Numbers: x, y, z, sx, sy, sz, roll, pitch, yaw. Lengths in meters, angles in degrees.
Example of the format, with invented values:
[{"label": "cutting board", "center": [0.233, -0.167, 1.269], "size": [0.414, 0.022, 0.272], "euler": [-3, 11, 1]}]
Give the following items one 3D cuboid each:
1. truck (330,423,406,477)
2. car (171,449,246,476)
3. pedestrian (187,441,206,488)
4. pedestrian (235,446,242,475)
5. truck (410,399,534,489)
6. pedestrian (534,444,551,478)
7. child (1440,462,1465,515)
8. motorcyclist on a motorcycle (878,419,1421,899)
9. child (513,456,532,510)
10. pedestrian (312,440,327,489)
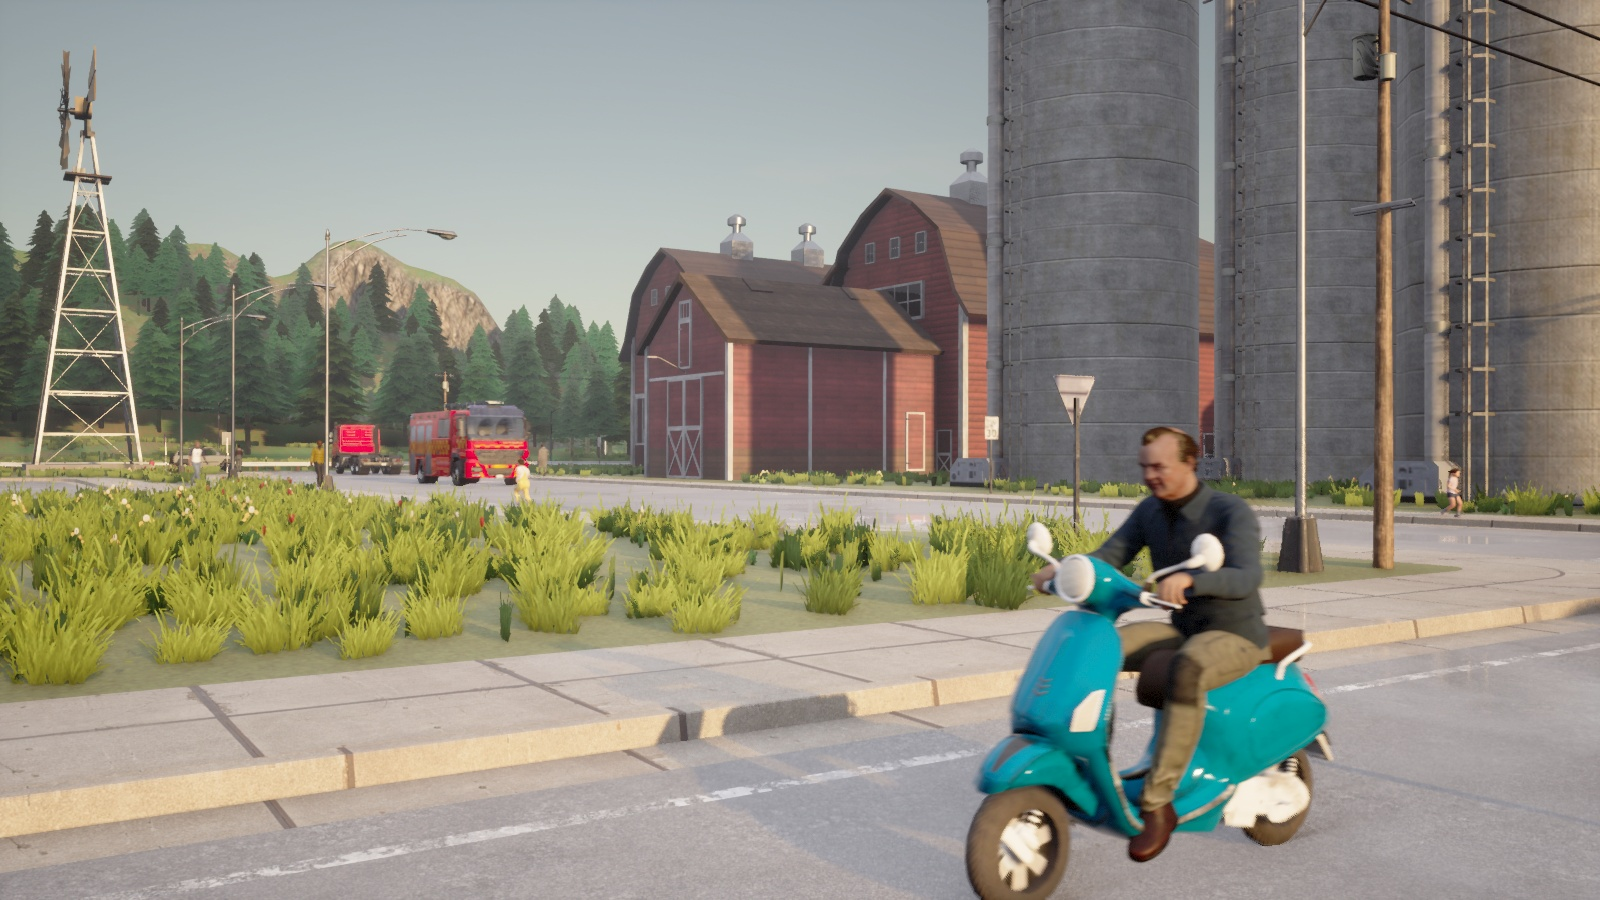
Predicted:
[{"label": "truck", "center": [-29.192, 0.032, 84.678], "size": [2.891, 3.462, 7.936], "euler": [0, 0, -34]}, {"label": "car", "center": [-41.454, 0.865, 88.084], "size": [4.605, 1.855, 1.932], "euler": [0, -1, -19]}, {"label": "pedestrian", "center": [-23.795, 0.578, 49.521], "size": [0.706, 1.836, 0.354], "euler": [0, 0, 35]}, {"label": "pedestrian", "center": [-36.662, 0.679, 82.028], "size": [0.402, 1.930, 0.666], "euler": [0, 0, -27]}, {"label": "truck", "center": [-15.238, -0.246, 57.813], "size": [2.891, 3.827, 8.468], "euler": [0, 0, -34]}, {"label": "pedestrian", "center": [-14.798, 0.608, 72.071], "size": [0.659, 1.952, 0.873], "euler": [0, 0, -35]}, {"label": "child", "center": [13.904, 0.816, 26.770], "size": [0.255, 1.110, 0.394], "euler": [0, 0, -30]}, {"label": "motorcyclist on a motorcycle", "center": [1.264, 0.706, 4.438], "size": [1.817, 1.590, 0.866], "euler": [0, 0, -33]}, {"label": "child", "center": [-6.534, 0.766, 29.538], "size": [0.270, 1.263, 0.437], "euler": [0, 0, -39]}, {"label": "pedestrian", "center": [-18.086, 0.554, 47.288], "size": [0.370, 1.835, 0.726], "euler": [0, 0, -35]}]
